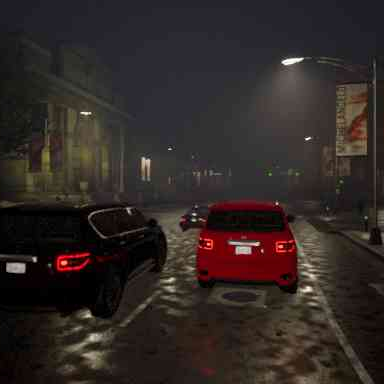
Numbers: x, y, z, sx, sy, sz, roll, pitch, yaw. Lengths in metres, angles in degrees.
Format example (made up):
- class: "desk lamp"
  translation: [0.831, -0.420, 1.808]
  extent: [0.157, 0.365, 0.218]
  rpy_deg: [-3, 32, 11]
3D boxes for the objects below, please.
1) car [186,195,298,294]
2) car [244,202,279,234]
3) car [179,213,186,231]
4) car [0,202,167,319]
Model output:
- class: "car"
  translation: [1.591, 1.221, 9.060]
  extent: [2.150, 2.045, 5.566]
  rpy_deg: [0, 0, 13]
- class: "car"
  translation: [4.430, 1.478, 20.704]
  extent: [1.882, 1.535, 5.008]
  rpy_deg: [0, 0, 14]
- class: "car"
  translation: [0.714, 1.548, 20.258]
  extent: [2.033, 1.411, 5.357]
  rpy_deg: [0, 0, 14]
- class: "car"
  translation: [-2.188, 1.223, 7.656]
  extent: [2.150, 2.045, 5.566]
  rpy_deg: [0, 0, 10]
